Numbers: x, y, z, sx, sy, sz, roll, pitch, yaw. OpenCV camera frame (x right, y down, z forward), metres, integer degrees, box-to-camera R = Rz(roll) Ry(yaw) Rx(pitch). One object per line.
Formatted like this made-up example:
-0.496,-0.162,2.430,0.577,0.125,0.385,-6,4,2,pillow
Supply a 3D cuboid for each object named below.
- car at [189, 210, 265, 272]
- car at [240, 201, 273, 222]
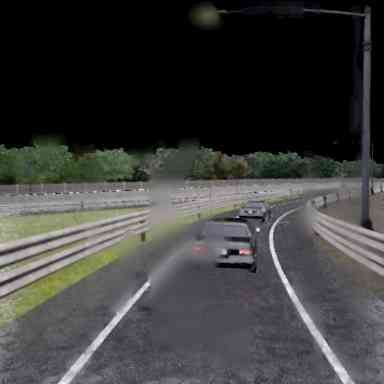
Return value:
1.196,1.540,10.862,2.033,1.411,5.357,0,0,11,car
4.838,1.367,24.869,2.033,1.411,5.357,1,1,21,car
